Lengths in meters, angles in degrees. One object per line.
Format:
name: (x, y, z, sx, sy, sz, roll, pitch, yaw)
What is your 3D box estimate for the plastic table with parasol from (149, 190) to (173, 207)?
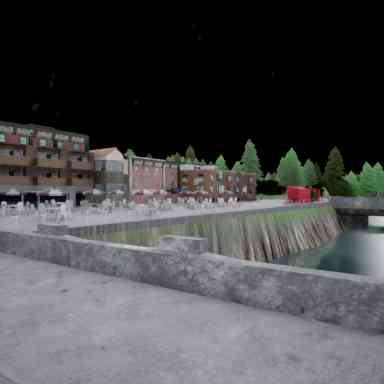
plastic table with parasol: (-4.576, 0.925, 48.802, 2.482, 2.480, 2.482, 0, 0, 35)

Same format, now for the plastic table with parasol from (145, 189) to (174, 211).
plastic table with parasol: (-3.888, 0.925, 39.812, 2.482, 2.480, 2.482, 0, 0, 35)
